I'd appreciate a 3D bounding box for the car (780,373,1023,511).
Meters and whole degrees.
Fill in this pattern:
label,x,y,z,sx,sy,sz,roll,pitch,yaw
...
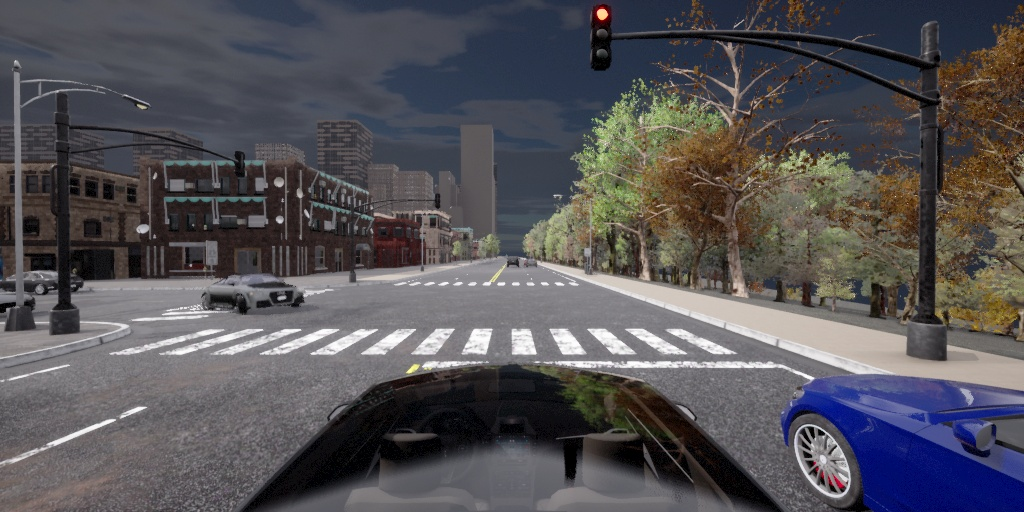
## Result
label,x,y,z,sx,sy,sz,roll,pitch,yaw
car,3.346,1.276,1.343,1.812,1.442,4.674,0,0,2

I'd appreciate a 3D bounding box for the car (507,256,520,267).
label,x,y,z,sx,sy,sz,roll,pitch,yaw
car,0.218,0.948,63.727,2.150,2.045,5.566,0,0,1

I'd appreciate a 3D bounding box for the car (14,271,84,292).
label,x,y,z,sx,sy,sz,roll,pitch,yaw
car,-28.242,1.560,21.313,4.403,1.370,2.007,0,0,0

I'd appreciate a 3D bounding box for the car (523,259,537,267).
label,x,y,z,sx,sy,sz,roll,pitch,yaw
car,3.470,1.218,63.887,2.128,1.511,4.902,0,0,0

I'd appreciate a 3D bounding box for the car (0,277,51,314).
label,x,y,z,sx,sy,sz,roll,pitch,yaw
car,-19.926,1.565,12.784,4.313,1.339,1.948,0,0,0

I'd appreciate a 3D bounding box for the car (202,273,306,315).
label,x,y,z,sx,sy,sz,roll,pitch,yaw
car,-9.830,1.353,13.625,4.181,1.385,1.994,-2,0,30

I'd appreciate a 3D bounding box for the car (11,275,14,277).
label,x,y,z,sx,sy,sz,roll,pitch,yaw
car,-25.948,1.262,15.510,5.566,2.045,2.150,0,1,0
